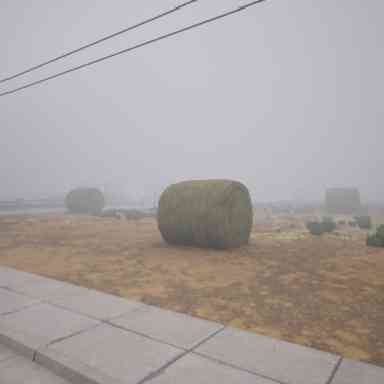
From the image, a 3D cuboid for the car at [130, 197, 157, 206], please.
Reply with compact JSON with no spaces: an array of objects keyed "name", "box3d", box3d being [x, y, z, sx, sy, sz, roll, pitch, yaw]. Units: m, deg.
[{"name":"car","box3d":[-7.466,1.496,51.286,1.812,1.442,4.674,0,0,38]}]
